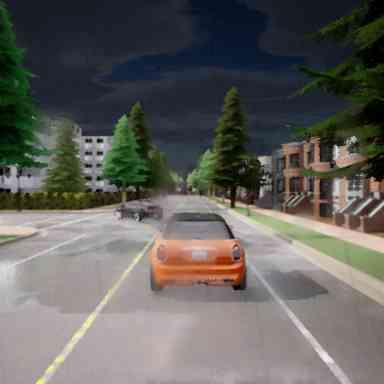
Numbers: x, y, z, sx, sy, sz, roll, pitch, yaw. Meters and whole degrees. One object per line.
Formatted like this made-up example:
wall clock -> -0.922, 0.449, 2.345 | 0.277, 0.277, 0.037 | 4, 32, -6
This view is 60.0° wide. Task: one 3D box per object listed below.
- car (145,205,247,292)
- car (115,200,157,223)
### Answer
car -> 0.096, 1.314, 8.988 | 2.097, 1.767, 4.553 | 0, 0, -1
car -> -4.054, 1.409, 25.056 | 1.837, 1.490, 4.892 | 2, -2, -39
